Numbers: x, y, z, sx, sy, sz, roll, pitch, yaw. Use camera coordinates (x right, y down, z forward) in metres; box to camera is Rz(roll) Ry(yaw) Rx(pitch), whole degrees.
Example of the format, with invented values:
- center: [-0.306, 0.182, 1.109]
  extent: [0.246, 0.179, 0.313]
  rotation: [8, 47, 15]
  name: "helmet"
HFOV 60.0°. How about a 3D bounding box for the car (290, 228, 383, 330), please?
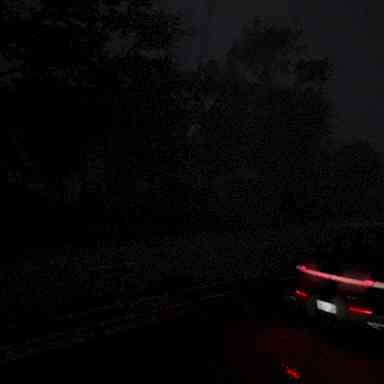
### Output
- center: [3.928, 1.437, 6.243]
  extent: [4.902, 1.511, 2.128]
  rotation: [0, 0, -36]
  name: "car"
